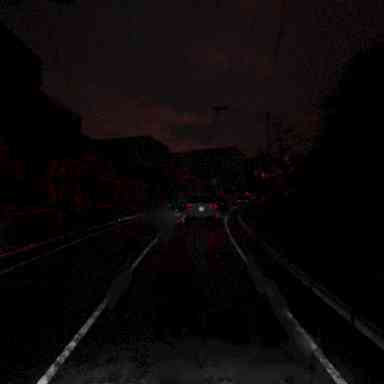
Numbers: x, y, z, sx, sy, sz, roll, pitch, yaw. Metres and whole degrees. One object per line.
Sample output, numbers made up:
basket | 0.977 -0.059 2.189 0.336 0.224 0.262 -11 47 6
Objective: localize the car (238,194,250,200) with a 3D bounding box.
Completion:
car | 11.781 1.121 75.439 1.994 1.385 4.181 -3 0 26

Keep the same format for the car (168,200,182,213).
car | -1.228 1.526 36.092 1.895 1.301 4.718 -1 0 10

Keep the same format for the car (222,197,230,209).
car | 3.562 1.376 41.181 2.033 1.411 5.357 -1 0 12

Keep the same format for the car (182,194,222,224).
car | 0.861 1.138 24.085 2.150 2.045 5.566 -1 0 5
